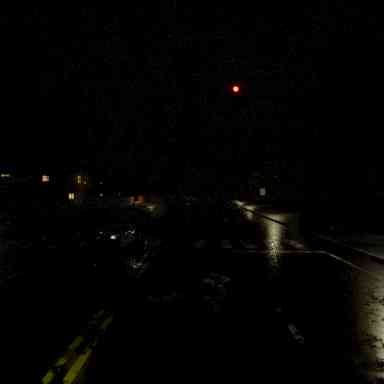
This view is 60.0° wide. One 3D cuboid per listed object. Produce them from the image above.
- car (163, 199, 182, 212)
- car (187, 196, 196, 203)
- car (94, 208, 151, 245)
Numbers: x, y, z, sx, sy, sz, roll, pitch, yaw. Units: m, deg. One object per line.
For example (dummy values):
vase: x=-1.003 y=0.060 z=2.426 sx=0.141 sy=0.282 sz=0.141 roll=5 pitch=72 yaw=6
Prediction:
car: x=-2.273 y=1.601 z=40.011 sx=2.033 sy=1.411 sz=5.357 roll=0 pitch=0 yaw=3
car: x=-0.083 y=1.610 z=73.835 sx=1.882 sy=1.535 sz=5.008 roll=0 pitch=0 yaw=5
car: x=-3.071 y=1.547 z=15.553 sx=1.837 sy=1.490 sz=4.892 roll=0 pitch=0 yaw=1
